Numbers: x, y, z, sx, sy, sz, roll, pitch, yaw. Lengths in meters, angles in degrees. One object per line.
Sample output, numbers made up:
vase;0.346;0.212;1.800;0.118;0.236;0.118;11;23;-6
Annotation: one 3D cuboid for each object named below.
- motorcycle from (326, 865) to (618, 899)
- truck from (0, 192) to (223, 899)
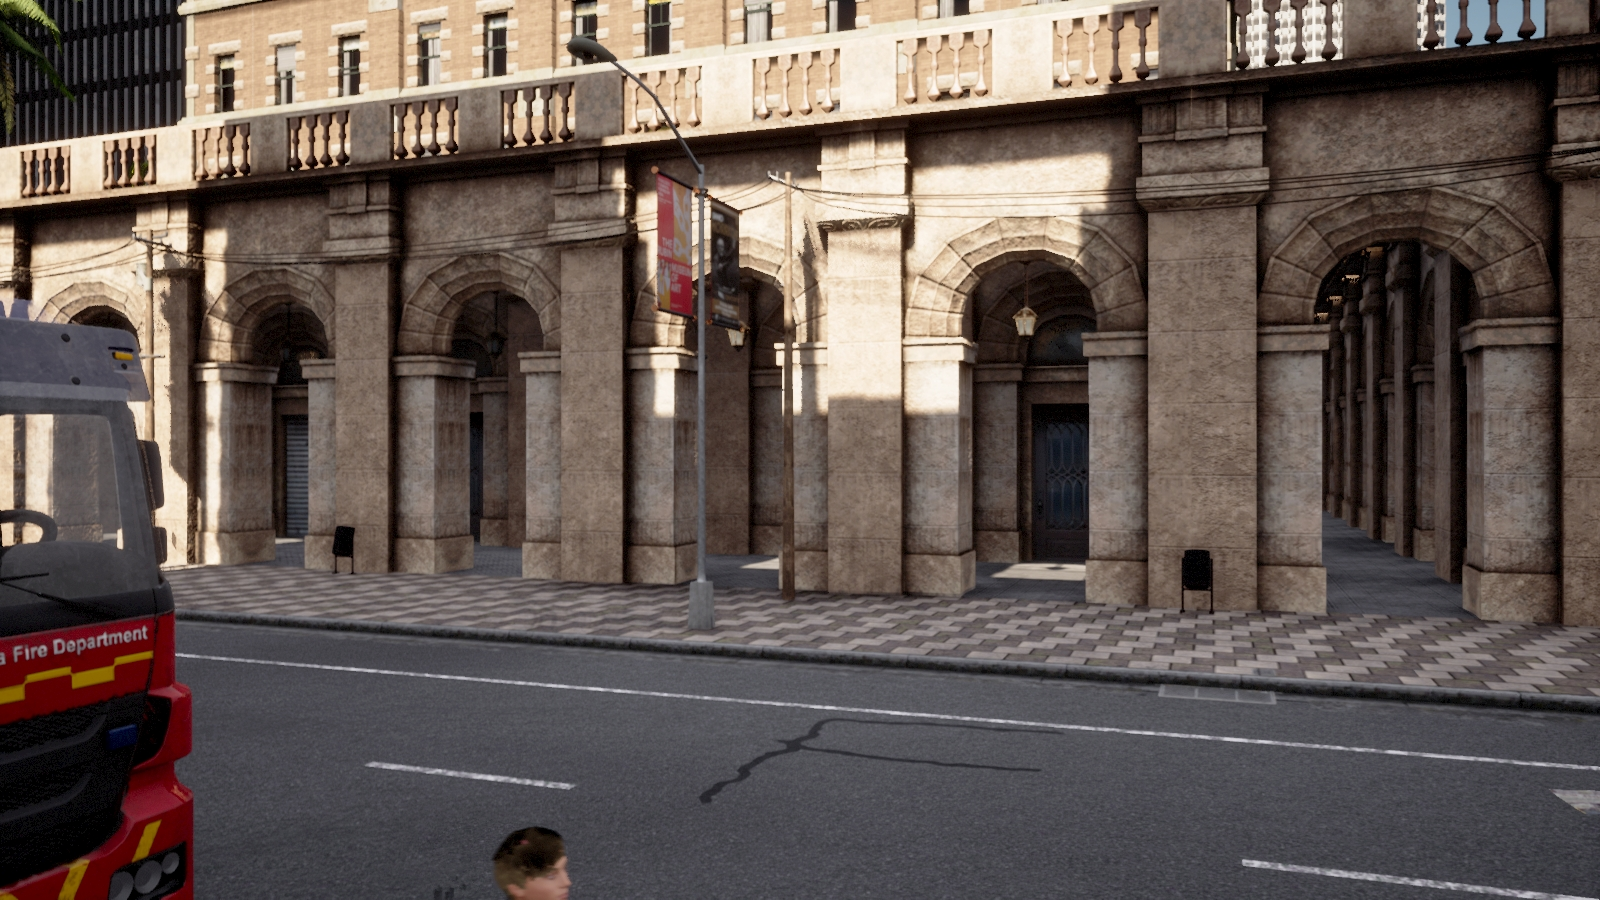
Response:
motorcycle;-0.513;2.172;3.446;2.356;1.277;0.764;0;0;20
truck;-7.266;0.896;5.620;8.468;3.827;2.891;0;0;20
